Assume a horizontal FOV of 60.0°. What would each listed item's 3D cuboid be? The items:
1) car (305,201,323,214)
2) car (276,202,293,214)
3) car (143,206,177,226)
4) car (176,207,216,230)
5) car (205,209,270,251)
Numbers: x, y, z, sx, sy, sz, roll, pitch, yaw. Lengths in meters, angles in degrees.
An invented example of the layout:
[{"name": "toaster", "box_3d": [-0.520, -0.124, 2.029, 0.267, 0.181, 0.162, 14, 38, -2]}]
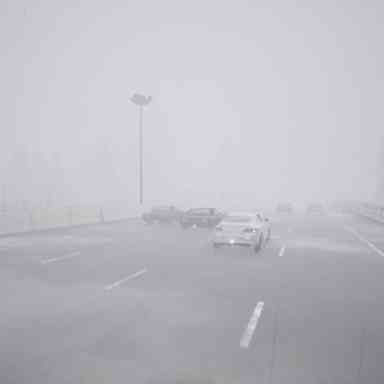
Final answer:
[{"name": "car", "box_3d": [15.445, 1.902, 42.049, 1.882, 1.535, 5.008, 0, -1, 19]}, {"name": "car", "box_3d": [11.427, 1.932, 41.128, 2.033, 1.411, 5.357, 0, -1, 19]}, {"name": "car", "box_3d": [-1.722, 1.682, 24.325, 1.895, 1.301, 4.718, 0, -1, 19]}, {"name": "car", "box_3d": [0.879, 1.665, 21.116, 1.895, 1.301, 4.718, 0, 0, 19]}, {"name": "car", "box_3d": [2.201, 1.547, 14.169, 1.812, 1.442, 4.674, 0, 0, 19]}]
